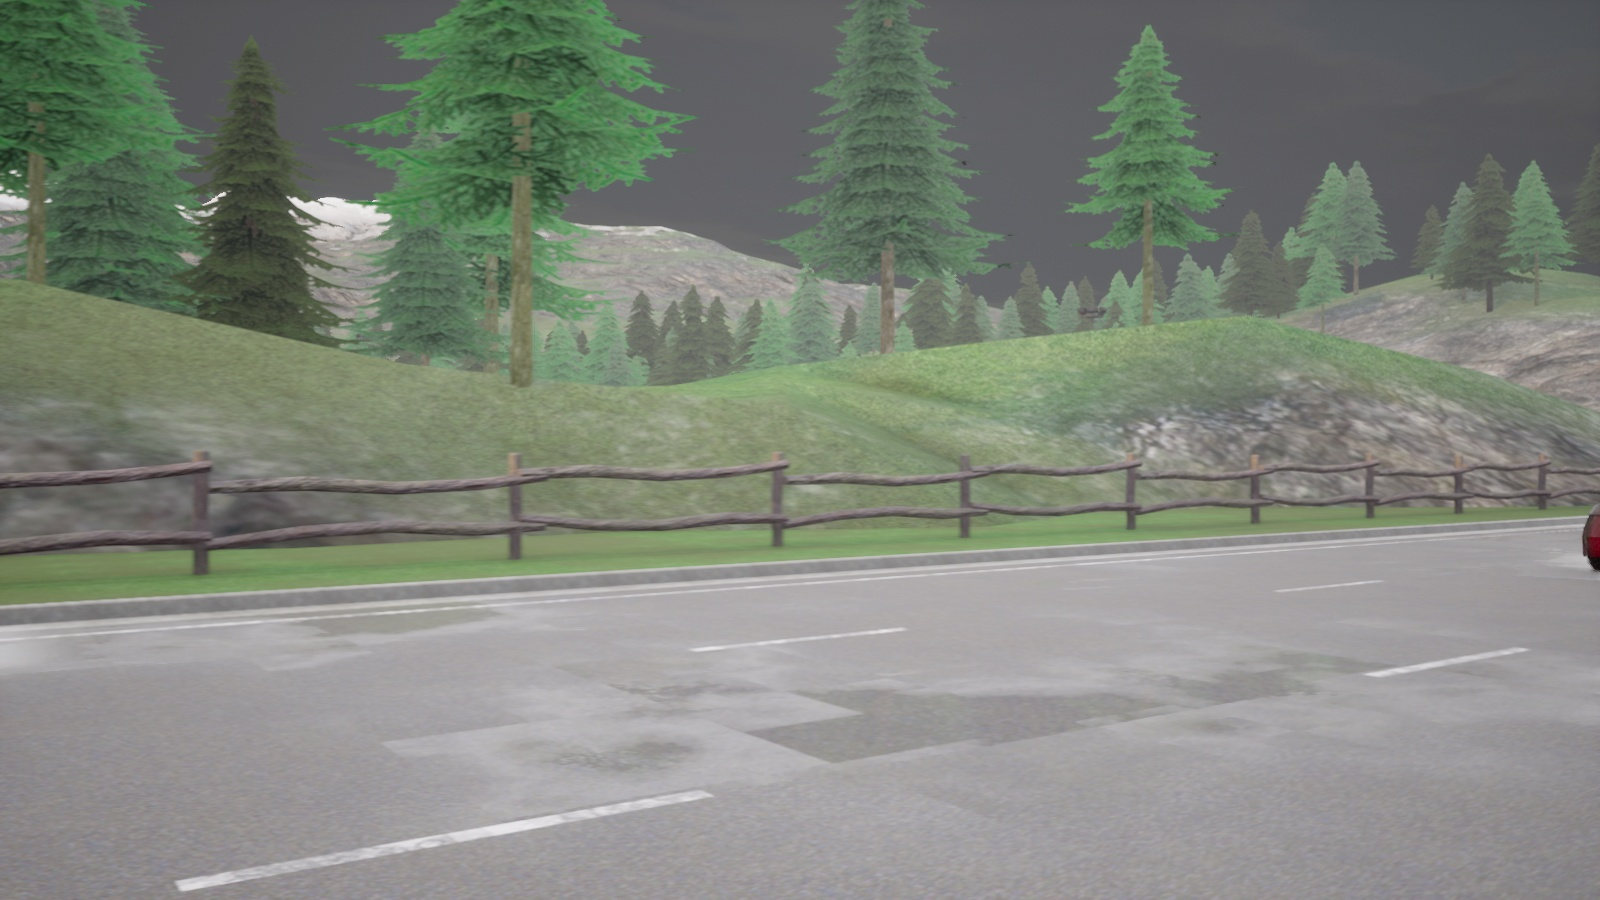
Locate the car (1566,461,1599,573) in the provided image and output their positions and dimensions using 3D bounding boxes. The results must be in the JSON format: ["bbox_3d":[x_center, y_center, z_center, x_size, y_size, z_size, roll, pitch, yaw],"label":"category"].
[{"bbox_3d":[11.978,0.828,16.260,4.181,1.385,1.994,0,0,-35],"label":"car"}]
